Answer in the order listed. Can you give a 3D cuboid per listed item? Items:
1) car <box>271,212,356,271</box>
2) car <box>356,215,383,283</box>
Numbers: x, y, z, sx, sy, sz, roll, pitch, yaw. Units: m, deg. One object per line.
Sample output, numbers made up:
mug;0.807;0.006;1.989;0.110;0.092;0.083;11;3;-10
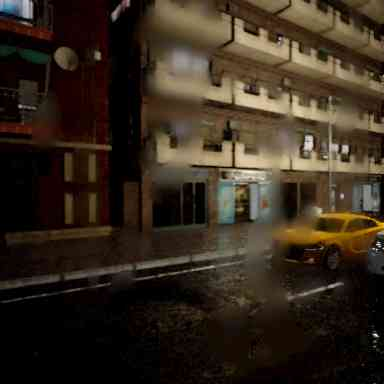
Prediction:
car;4.772;1.477;11.081;5.008;1.535;1.882;0;0;-36
car;6.778;1.221;8.522;5.566;2.045;2.150;0;0;-35
